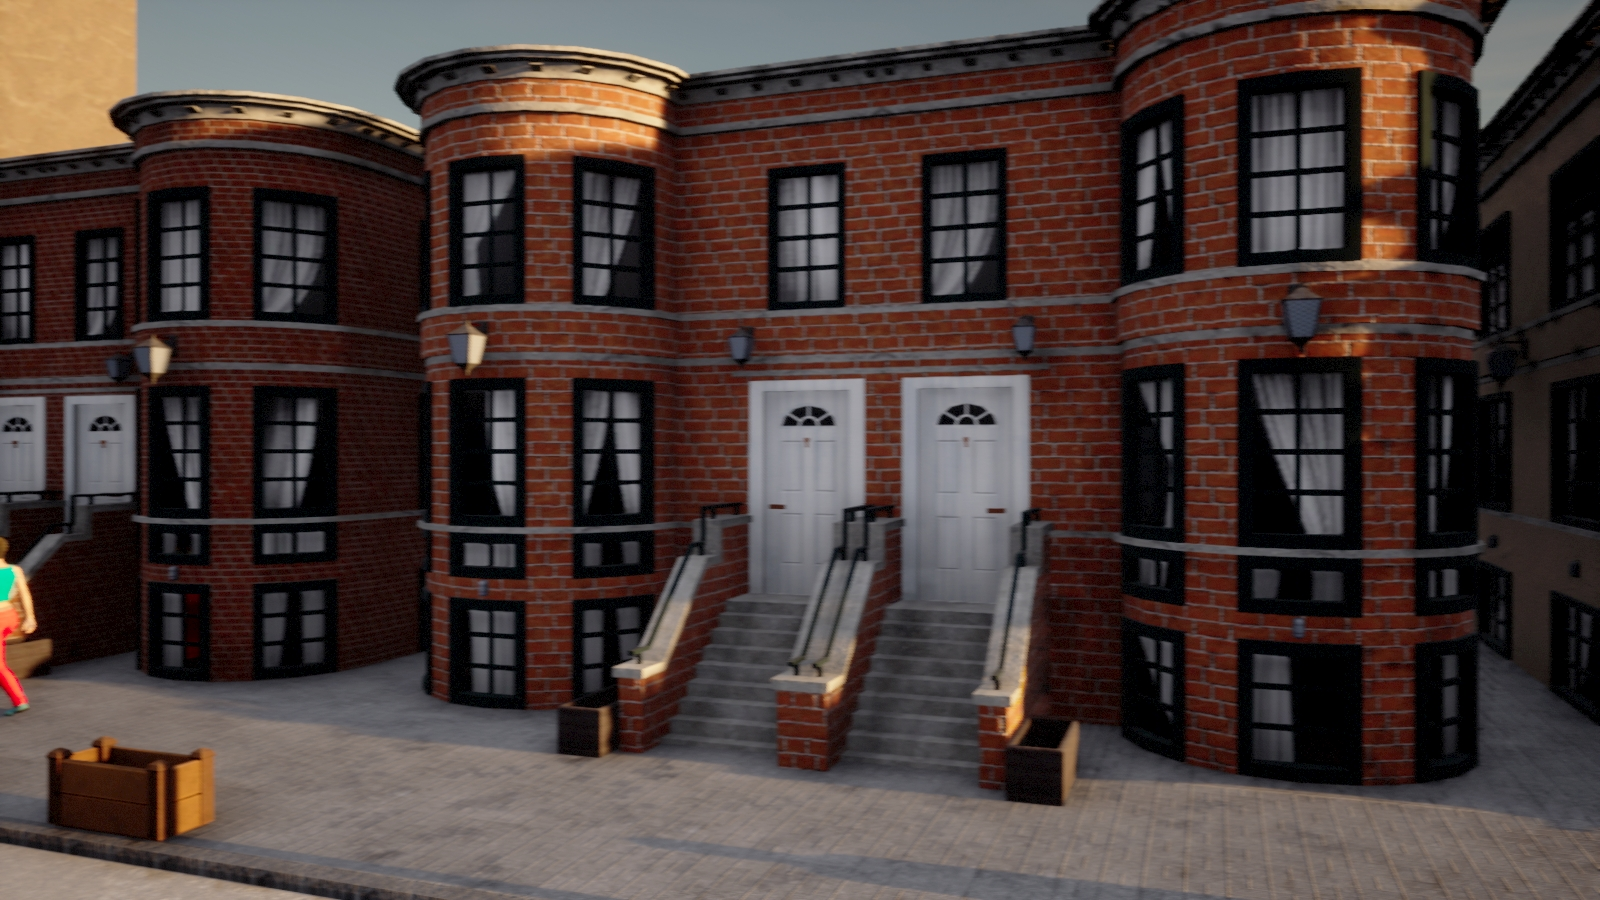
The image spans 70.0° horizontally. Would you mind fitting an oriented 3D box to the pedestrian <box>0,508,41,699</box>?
[{"bbox_3d":[-7.958,1.525,11.498,0.375,1.860,0.375,0,0,16],"label":"pedestrian"}]
